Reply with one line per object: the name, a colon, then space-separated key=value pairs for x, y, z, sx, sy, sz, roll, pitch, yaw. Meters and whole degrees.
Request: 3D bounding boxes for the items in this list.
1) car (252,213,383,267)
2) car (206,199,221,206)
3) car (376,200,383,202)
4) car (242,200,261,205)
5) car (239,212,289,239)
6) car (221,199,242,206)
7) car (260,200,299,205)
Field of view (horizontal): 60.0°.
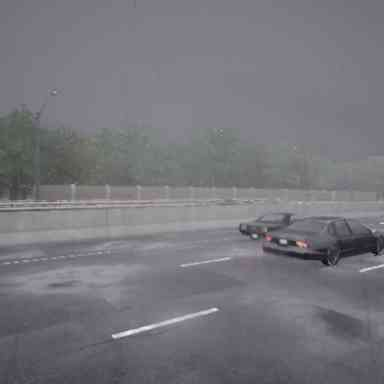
car: x=4.792 y=1.545 z=11.460 sx=5.357 sy=1.411 sz=2.033 roll=0 pitch=0 yaw=-35
car: x=3.918 y=1.591 z=41.161 sx=4.892 sy=1.490 sz=1.837 roll=1 pitch=0 yaw=-35
car: x=37.334 y=2.215 z=64.868 sx=4.902 sy=1.511 sz=2.128 roll=1 pitch=-1 yaw=-35
car: x=8.200 y=1.580 z=35.619 sx=4.902 sy=1.511 sz=2.128 roll=1 pitch=0 yaw=-35
car: x=4.509 y=1.604 z=15.556 sx=4.718 sy=1.301 sz=1.895 roll=0 pitch=0 yaw=-35
car: x=5.830 y=1.649 z=38.226 sx=4.181 sy=1.385 sz=1.994 roll=1 pitch=0 yaw=-35
car: x=9.150 y=1.678 z=32.002 sx=4.718 sy=1.301 sz=1.895 roll=1 pitch=0 yaw=-35
